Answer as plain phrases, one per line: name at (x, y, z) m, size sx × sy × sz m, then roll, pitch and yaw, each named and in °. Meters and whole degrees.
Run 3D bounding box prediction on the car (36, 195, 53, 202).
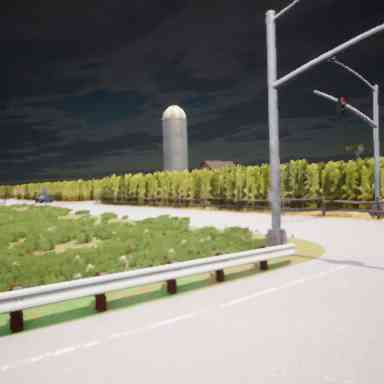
car at (-25.084, 1.193, 56.453) m, size 1.812 × 1.442 × 4.674 m, roll -3°, pitch 2°, yaw -41°
